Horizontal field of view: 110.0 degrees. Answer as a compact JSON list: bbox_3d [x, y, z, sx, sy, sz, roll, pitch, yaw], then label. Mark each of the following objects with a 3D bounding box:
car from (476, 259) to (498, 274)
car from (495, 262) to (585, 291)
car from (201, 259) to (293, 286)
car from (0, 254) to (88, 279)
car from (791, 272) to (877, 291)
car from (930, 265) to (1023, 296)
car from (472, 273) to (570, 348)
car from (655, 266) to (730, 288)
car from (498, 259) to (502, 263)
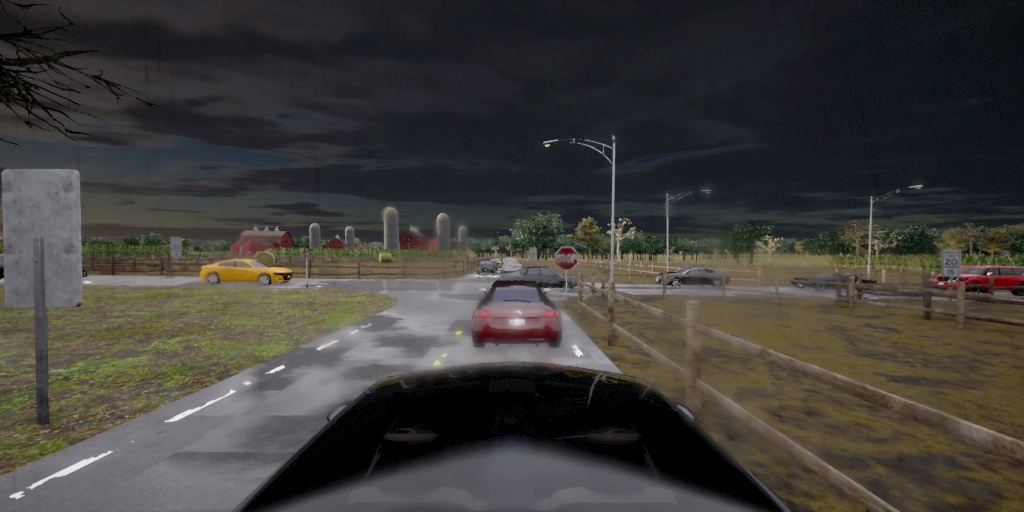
[{"bbox_3d":[-2.801,1.224,39.631,1.837,1.490,4.892,0,0,-1],"label":"car"},{"bbox_3d":[1.809,1.363,22.423,5.357,1.411,2.033,1,0,0],"label":"car"},{"bbox_3d":[-16.374,0.978,22.302,5.008,1.535,1.882,1,1,0],"label":"car"},{"bbox_3d":[-29.427,0.643,22.229,4.553,1.767,2.097,1,1,0],"label":"car"},{"bbox_3d":[22.719,1.811,25.480,4.718,1.301,1.895,1,1,0],"label":"car"},{"bbox_3d":[33.341,1.684,25.530,5.566,2.045,2.150,1,1,0],"label":"car"},{"bbox_3d":[0.099,1.311,9.267,1.994,1.385,4.181,0,0,0],"label":"car"},{"bbox_3d":[12.755,1.486,25.420,4.902,1.511,2.128,1,1,0],"label":"car"},{"bbox_3d":[-2.835,1.195,49.010,2.128,1.511,4.902,0,0,0],"label":"car"}]
